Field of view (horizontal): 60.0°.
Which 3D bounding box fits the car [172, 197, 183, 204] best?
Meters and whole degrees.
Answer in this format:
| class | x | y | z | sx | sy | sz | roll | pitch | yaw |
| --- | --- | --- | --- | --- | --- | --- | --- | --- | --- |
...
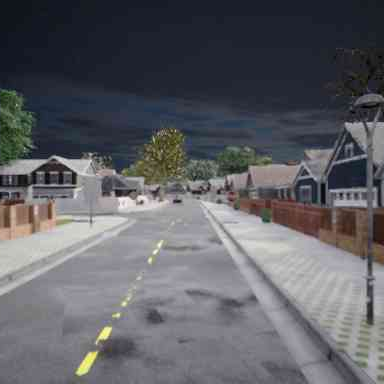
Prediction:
| class | x | y | z | sx | sy | sz | roll | pitch | yaw |
| --- | --- | --- | --- | --- | --- | --- | --- | --- | --- |
| car | -2.772 | 1.638 | 63.783 | 1.895 | 1.301 | 4.718 | 0 | 0 | -1 |
